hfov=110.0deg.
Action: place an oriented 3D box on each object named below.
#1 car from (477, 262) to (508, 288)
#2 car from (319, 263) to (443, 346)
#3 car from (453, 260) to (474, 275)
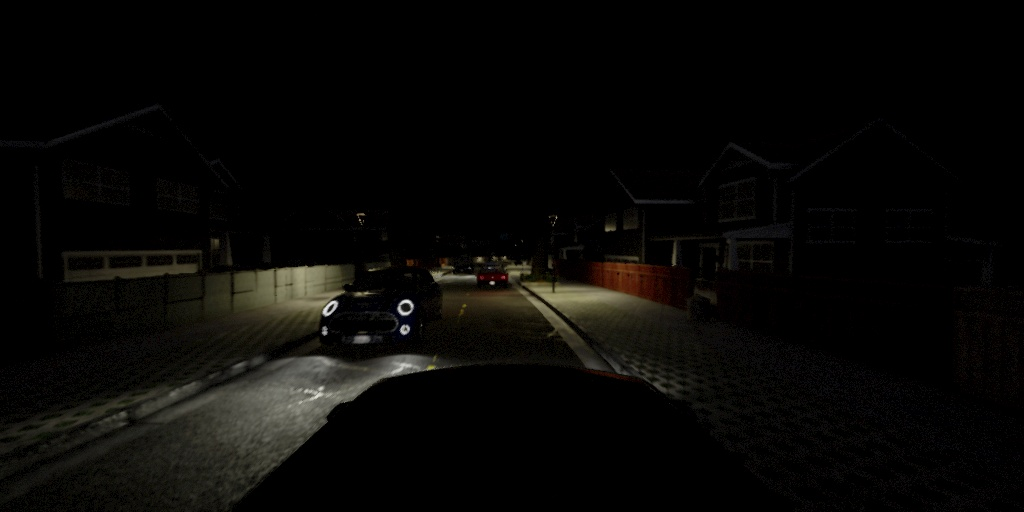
[{"bbox_3d":[-1.284,1.284,23.106,1.895,1.301,4.718,0,0,-4],"label":"car"},{"bbox_3d":[-3.141,1.090,9.485,2.097,1.767,4.553,0,0,-3],"label":"car"},{"bbox_3d":[-5.010,1.136,37.580,1.882,1.535,5.008,0,0,-2],"label":"car"}]
